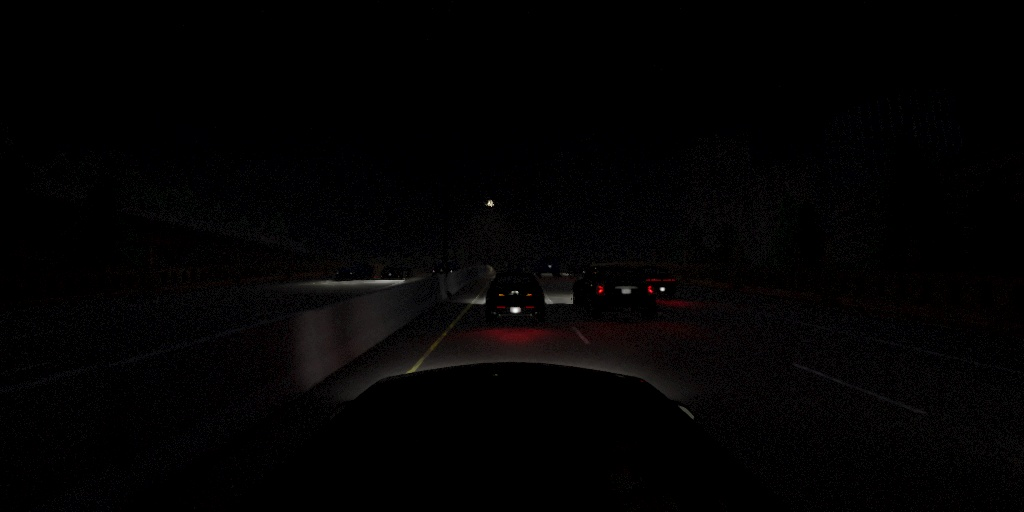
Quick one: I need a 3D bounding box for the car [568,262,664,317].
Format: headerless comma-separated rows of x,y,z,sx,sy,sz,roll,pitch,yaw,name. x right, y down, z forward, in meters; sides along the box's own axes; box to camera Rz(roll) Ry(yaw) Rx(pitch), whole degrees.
3.599,1.142,13.414,2.097,1.767,4.553,0,0,0,car

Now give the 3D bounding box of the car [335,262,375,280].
-14.096,1.334,32.447,1.882,1.535,5.008,0,0,0,car

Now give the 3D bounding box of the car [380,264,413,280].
-10.595,1.423,33.135,1.994,1.385,4.181,0,0,0,car

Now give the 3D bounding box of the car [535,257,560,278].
3.601,1.094,36.686,2.150,2.045,5.566,0,0,0,car

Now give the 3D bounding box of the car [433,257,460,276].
-7.094,1.105,39.235,2.150,2.045,5.566,0,0,0,car

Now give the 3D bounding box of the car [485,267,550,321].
0.100,1.293,12.668,1.837,1.490,4.892,0,0,0,car

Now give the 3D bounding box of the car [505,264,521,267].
0.100,1.400,31.204,2.033,1.411,5.357,0,0,0,car

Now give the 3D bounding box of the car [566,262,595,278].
7.101,1.368,37.658,2.128,1.511,4.902,0,0,0,car

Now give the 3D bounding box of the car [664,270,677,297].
7.100,1.316,19.328,1.837,1.490,4.892,0,0,0,car
